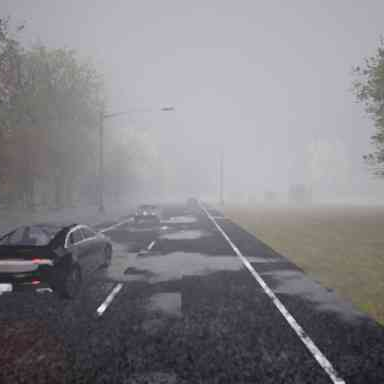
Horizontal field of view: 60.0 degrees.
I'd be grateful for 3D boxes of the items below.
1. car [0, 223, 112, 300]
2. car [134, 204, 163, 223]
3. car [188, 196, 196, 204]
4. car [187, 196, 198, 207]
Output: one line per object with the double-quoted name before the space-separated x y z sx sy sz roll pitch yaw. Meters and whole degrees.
"car" -3.403 1.520 8.435 2.128 1.511 4.902 0 0 0
"car" -3.408 1.634 26.670 2.033 1.411 5.357 0 0 0
"car" -0.019 1.738 73.130 1.837 1.490 4.892 0 0 0
"car" 0.084 1.655 54.872 1.882 1.535 5.008 0 0 0
